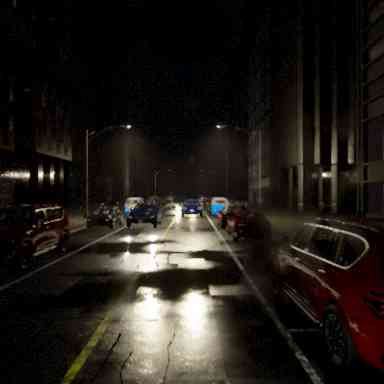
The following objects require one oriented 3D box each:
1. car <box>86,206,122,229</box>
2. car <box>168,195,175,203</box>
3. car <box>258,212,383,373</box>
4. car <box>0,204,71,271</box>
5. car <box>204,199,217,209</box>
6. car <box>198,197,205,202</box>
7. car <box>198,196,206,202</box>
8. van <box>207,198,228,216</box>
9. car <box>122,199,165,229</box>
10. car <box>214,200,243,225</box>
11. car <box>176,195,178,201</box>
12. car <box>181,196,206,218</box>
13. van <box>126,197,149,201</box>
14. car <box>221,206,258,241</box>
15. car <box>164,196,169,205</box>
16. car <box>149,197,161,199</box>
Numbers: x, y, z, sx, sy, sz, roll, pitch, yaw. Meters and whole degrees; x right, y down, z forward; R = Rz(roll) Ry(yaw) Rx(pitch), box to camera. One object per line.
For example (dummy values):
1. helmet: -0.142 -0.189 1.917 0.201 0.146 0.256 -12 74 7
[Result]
1. car: -5.764 1.650 22.425 2.008 1.369 4.403 0 0 0
2. car: -5.766 1.938 78.518 1.947 1.339 4.313 0 0 0
3. car: 2.762 1.340 5.608 2.192 1.841 5.009 0 0 0
4. car: -5.763 1.365 11.207 2.192 1.841 5.009 0 0 0
5. car: 2.760 1.750 50.650 1.752 1.417 4.829 0 0 0
6. car: 2.758 2.046 95.351 1.802 1.307 4.206 0 0 0
7. car: 2.758 1.873 89.743 1.967 1.590 4.097 0 0 0
8. van: 2.761 1.490 33.653 1.690 1.788 3.998 0 0 0
9. car: -3.002 1.425 21.635 1.812 1.442 4.674 0 0 0
10. car: 2.761 1.539 22.435 1.967 1.590 4.097 0 0 0
11. car: -5.767 1.748 89.739 2.192 1.841 5.009 0 0 0
12. car: -0.002 1.417 30.245 1.882 1.535 5.008 0 0 0
13. van: -5.764 1.490 33.645 1.690 1.788 3.998 0 0 0
14. car: 2.762 1.619 16.825 1.887 1.381 4.507 0 0 0
15. car: -5.766 1.804 61.520 1.752 1.417 4.829 0 0 0
16. car: -5.764 1.639 44.863 1.967 1.590 4.097 0 0 0
